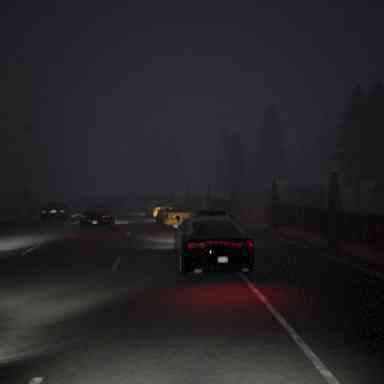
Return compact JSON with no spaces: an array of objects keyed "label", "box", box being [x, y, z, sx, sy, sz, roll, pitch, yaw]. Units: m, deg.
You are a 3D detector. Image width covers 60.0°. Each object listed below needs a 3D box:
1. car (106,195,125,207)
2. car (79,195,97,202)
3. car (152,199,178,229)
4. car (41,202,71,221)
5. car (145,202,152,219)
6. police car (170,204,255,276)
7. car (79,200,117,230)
[{"label":"car","box":[-10.941,1.215,46.971,2.097,1.767,4.553,0,0,-27]},{"label":"car","box":[-19.006,1.300,60.773,1.882,1.535,5.008,0,0,-37]},{"label":"car","box":[-1.240,1.393,21.380,1.801,1.575,5.366,0,0,-12]},{"label":"car","box":[-10.799,1.470,26.625,2.033,1.411,5.357,0,0,-16]},{"label":"car","box":[-2.768,1.374,27.780,1.801,1.575,5.366,0,0,-15]},{"label":"police car","box":[0.465,1.394,10.468,1.930,1.638,5.238,0,0,-6]},{"label":"car","box":[-5.743,1.466,20.367,1.812,1.442,4.674,0,0,-11]}]
